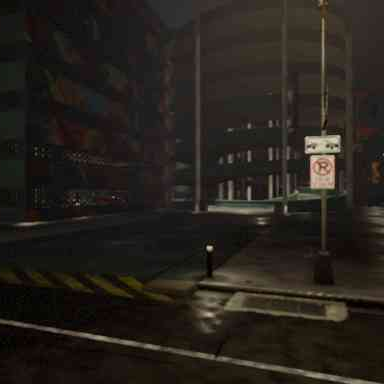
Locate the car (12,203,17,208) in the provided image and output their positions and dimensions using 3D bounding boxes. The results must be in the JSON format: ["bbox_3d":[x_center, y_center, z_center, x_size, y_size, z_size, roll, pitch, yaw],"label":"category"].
[{"bbox_3d":[-20.896,1.653,43.113,4.718,1.301,1.895,0,0,20],"label":"car"}]

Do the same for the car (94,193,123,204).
[{"bbox_3d":[-15.470,1.280,60.819,5.566,2.045,2.435,0,0,20],"label":"car"}]

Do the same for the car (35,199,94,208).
[{"bbox_3d":[-12.310,1.458,32.110,4.674,1.452,2.002,0,0,20],"label":"car"}]

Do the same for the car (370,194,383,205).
[{"bbox_3d":[34.507,1.404,59.005,2.150,2.045,5.566,0,0,-22],"label":"car"}]
